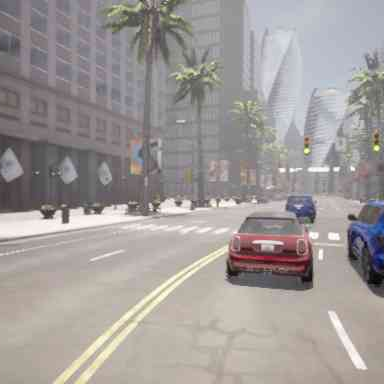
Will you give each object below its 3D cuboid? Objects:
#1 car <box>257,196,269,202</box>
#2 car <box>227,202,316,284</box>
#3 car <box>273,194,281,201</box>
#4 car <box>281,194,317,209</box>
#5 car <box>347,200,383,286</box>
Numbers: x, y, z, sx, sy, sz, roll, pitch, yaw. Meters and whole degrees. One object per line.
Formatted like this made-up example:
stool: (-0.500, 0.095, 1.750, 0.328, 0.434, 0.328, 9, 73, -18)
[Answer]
car: (14.885, 1.564, 69.692, 2.161, 1.482, 4.786, 0, 0, 21)
car: (2.460, 1.361, 10.037, 2.097, 1.767, 4.553, 0, 0, 17)
car: (23.108, 1.438, 90.024, 2.185, 1.767, 4.553, 0, 0, 21)
car: (8.758, 1.256, 26.705, 2.150, 2.045, 5.566, 0, 0, 22)
car: (5.776, 1.246, 9.281, 2.150, 2.045, 5.566, 0, 0, 18)
